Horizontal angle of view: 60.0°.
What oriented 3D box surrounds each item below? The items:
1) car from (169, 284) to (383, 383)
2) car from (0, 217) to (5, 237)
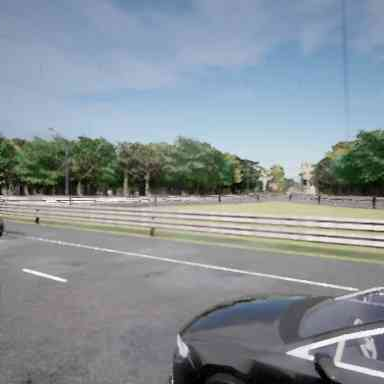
[{"bbox_3d":[2.026,1.493,2.562,4.902,1.511,2.128,0,0,36],"label":"car"},{"bbox_3d":[-10.896,1.469,16.285,4.674,1.442,1.812,0,0,36],"label":"car"}]
